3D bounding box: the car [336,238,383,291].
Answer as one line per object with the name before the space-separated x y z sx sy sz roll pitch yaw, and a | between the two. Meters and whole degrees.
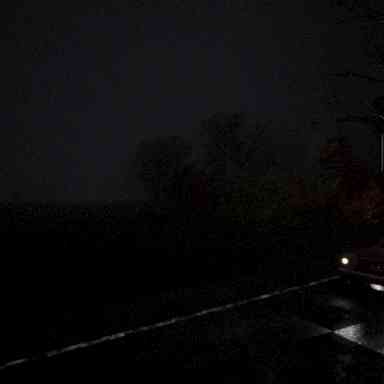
car | 5.500 1.584 7.916 4.718 1.301 1.895 0 0 -35
